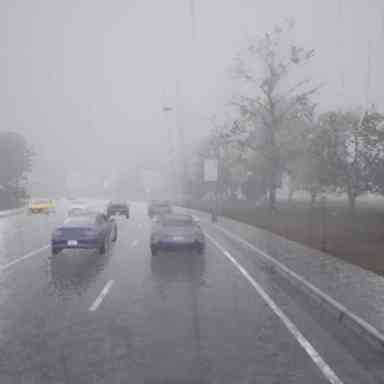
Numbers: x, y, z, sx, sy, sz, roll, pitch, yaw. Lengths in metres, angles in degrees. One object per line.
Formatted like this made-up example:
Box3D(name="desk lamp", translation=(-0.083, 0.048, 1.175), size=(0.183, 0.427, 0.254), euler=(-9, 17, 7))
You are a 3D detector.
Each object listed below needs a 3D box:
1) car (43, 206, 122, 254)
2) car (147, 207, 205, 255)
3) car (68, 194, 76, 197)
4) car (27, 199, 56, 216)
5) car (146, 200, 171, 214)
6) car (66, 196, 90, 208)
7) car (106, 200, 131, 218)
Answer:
Box3D(name="car", translation=(-4.126, 1.499, 13.217), size=(1.812, 1.442, 4.674), euler=(0, 0, -5))
Box3D(name="car", translation=(-0.645, 1.533, 13.268), size=(1.994, 1.385, 4.181), euler=(0, 0, -5))
Box3D(name="car", translation=(-25.371, 1.217, 70.503), size=(1.812, 1.442, 4.674), euler=(0, 0, -27))
Box3D(name="car", translation=(-14.454, 1.408, 32.077), size=(1.882, 1.535, 5.008), euler=(0, 0, -13))
Box3D(name="car", translation=(-2.896, 1.426, 29.068), size=(2.128, 1.511, 4.902), euler=(0, 0, -11))
Box3D(name="car", translation=(-10.930, 1.455, 32.351), size=(1.812, 1.442, 4.674), euler=(0, 0, -13))
Box3D(name="car", translation=(-6.419, 1.441, 28.888), size=(1.837, 1.490, 4.892), euler=(0, 0, -11))
